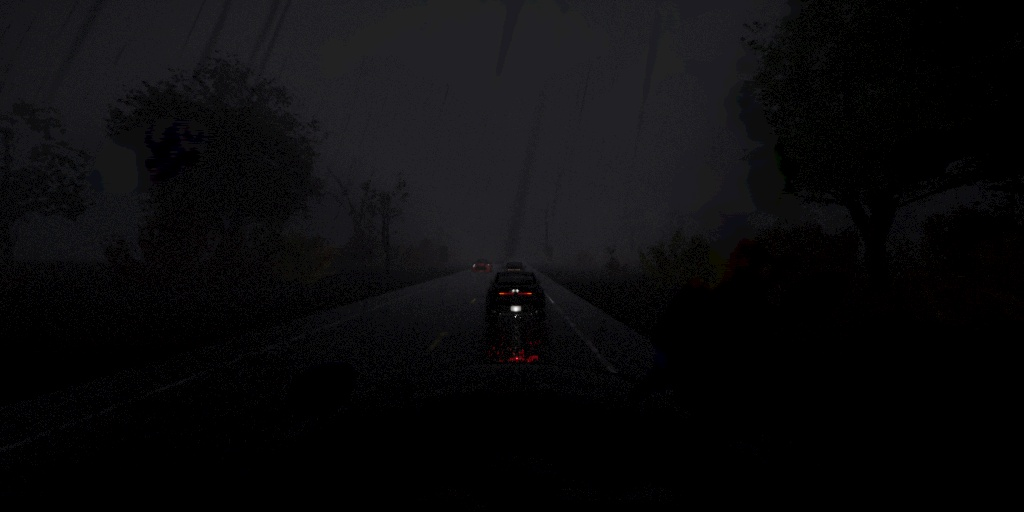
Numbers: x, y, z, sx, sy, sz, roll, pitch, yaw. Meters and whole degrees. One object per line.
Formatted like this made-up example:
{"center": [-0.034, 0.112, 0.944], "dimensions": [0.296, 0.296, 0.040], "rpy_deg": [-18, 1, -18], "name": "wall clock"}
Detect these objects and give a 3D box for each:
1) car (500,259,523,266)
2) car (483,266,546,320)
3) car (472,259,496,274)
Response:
{"center": [0.194, 1.251, 30.788], "dimensions": [1.837, 1.490, 4.892], "rpy_deg": [0, 0, 0], "name": "car"}
{"center": [0.117, 1.254, 12.654], "dimensions": [1.837, 1.490, 4.892], "rpy_deg": [0, 0, 0], "name": "car"}
{"center": [-3.411, 1.096, 41.884], "dimensions": [2.097, 1.767, 4.553], "rpy_deg": [0, 0, 1], "name": "car"}
